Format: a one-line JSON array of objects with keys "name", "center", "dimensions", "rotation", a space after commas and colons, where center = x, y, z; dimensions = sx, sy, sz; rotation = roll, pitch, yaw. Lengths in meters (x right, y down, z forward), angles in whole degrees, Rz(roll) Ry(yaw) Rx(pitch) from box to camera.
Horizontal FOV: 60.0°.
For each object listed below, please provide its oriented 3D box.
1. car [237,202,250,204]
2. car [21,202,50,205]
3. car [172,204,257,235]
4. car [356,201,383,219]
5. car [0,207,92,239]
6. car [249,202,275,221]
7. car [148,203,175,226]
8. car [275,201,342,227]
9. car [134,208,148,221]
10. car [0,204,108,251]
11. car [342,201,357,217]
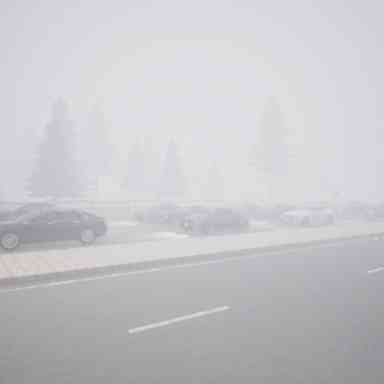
[{"name": "car", "center": [4.677, 1.606, 29.790], "dimensions": [4.181, 1.385, 1.994], "rotation": [1, 0, -35]}, {"name": "car", "center": [-9.579, 1.364, 19.869], "dimensions": [5.008, 1.535, 1.882], "rotation": [1, 0, -35]}, {"name": "car", "center": [1.322, 1.571, 18.934], "dimensions": [4.181, 1.385, 1.994], "rotation": [1, 0, -35]}, {"name": "car", "center": [17.511, 1.676, 30.136], "dimensions": [4.902, 1.511, 2.128], "rotation": [1, 0, -34]}, {"name": "car", "center": [-7.745, 1.508, 16.881], "dimensions": [4.718, 1.301, 1.895], "rotation": [1, 0, -35]}, {"name": "car", "center": [7.123, 1.633, 27.207], "dimensions": [4.181, 1.385, 1.994], "rotation": [1, 0, -34]}, {"name": "car", "center": [-0.222, 1.591, 22.118], "dimensions": [4.718, 1.301, 1.895], "rotation": [1, 0, -35]}, {"name": "car", "center": [8.400, 1.610, 23.848], "dimensions": [4.674, 1.442, 1.812], "rotation": [1, 0, -35]}, {"name": "car", "center": [-2.215, 1.531, 25.002], "dimensions": [4.181, 1.385, 1.994], "rotation": [1, 0, -35]}, {"name": "car", "center": [-5.991, 1.432, 13.838], "dimensions": [4.892, 1.490, 1.837], "rotation": [1, 0, -35]}, {"name": "car", "center": [16.431, 1.663, 33.641], "dimensions": [4.902, 1.511, 2.128], "rotation": [1, 0, -34]}]
